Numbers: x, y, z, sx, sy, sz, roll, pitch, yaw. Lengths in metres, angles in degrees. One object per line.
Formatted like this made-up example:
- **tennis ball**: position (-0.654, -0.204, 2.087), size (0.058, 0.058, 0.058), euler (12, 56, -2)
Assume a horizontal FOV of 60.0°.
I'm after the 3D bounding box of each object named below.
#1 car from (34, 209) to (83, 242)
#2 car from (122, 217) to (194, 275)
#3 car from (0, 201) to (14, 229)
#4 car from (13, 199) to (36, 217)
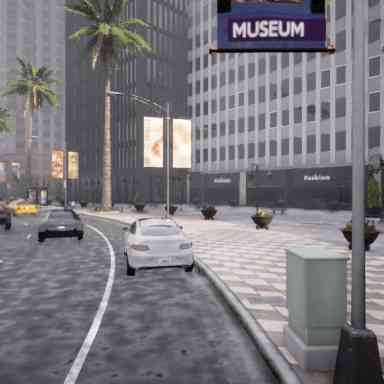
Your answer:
- **car**: position (-6.582, 1.557, 16.734), size (1.994, 1.385, 4.181), euler (0, 0, -21)
- **car**: position (-1.175, 1.524, 10.451), size (1.812, 1.442, 4.674), euler (0, 0, -13)
- **car**: position (-12.604, 1.492, 21.137), size (1.837, 1.490, 4.892), euler (1, 0, -30)
- **car**: position (-16.279, 1.440, 31.377), size (1.801, 1.575, 5.366), euler (0, 0, -42)
